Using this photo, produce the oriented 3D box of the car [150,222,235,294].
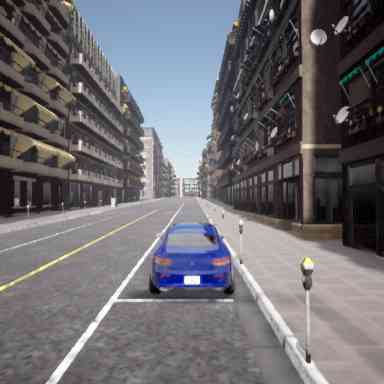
[{"bbox_3d":[0.003,1.521,8.653,1.812,1.442,4.674,0,0,0],"label":"car"}]
